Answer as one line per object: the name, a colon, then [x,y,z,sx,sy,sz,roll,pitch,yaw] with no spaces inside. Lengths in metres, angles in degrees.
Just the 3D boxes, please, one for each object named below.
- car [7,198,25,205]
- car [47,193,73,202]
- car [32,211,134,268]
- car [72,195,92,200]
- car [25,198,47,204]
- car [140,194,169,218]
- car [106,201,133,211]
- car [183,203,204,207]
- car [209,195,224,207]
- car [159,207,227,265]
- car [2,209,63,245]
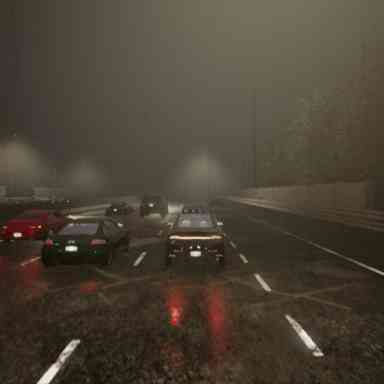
car: [-28.036,1.604,53.739,1.994,1.385,4.181,0,0,1]
car: [-21.039,1.261,54.400,2.150,2.045,5.566,0,0,1]
car: [-3.397,1.567,11.375,1.994,1.385,4.181,0,0,0]
car: [-17.543,1.544,54.603,1.837,1.490,4.892,0,0,1]
car: [-24.536,1.641,53.851,1.895,1.301,4.718,0,0,1]
car: [-3.392,1.238,30.481,2.150,2.045,5.566,0,0,0]
car: [-6.895,1.582,31.911,1.994,1.385,4.181,0,0,0]
car: [0.105,1.617,29.849,1.895,1.301,4.718,0,0,0]
car: [3.503,1.475,48.545,1.994,1.385,4.181,0,0,0]
car: [0.103,1.495,11.629,2.128,1.511,4.902,0,0,0]
car: [-6.898,1.531,15.451,1.812,1.442,4.674,0,0,0]
